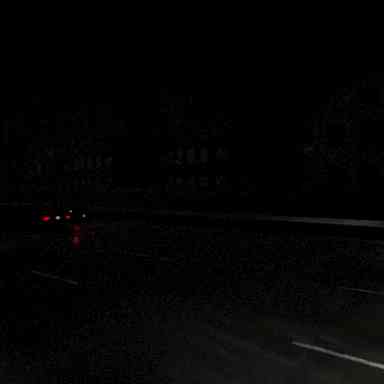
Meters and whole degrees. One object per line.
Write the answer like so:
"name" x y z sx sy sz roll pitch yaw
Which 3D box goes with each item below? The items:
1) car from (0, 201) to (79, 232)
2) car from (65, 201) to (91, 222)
"car" -9.165 1.409 19.132 5.357 1.411 2.033 1 0 36
"car" -9.021 1.370 23.329 4.674 1.442 1.812 1 0 36
